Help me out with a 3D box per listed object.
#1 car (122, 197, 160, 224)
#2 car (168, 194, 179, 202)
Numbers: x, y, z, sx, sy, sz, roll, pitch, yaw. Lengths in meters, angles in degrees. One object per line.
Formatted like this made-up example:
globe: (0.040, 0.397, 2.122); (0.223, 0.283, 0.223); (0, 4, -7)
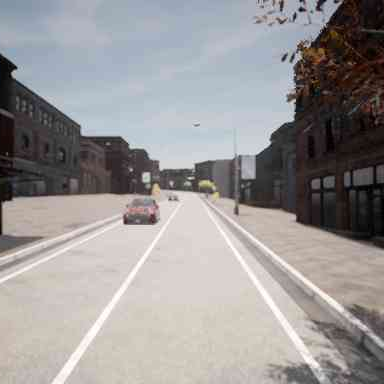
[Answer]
car: (-3.376, 1.191, 22.880); (2.097, 1.767, 4.553); (0, 0, 0)
car: (-3.558, 1.061, 63.683); (2.128, 1.511, 4.902); (0, 0, 0)
